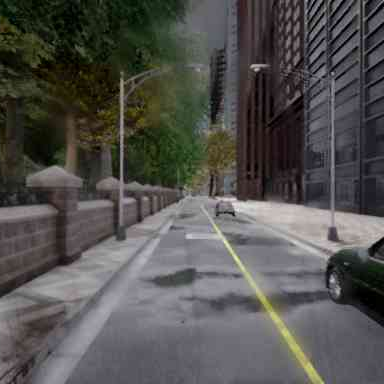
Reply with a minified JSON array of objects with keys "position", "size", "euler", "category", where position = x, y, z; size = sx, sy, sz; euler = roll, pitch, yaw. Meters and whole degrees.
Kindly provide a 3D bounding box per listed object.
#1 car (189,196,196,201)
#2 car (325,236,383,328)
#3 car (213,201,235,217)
[{"position":[0.249,1.793,94.872],"size":[1.812,1.442,4.674],"euler":[0,0,0],"category":"car"},{"position":[3.905,1.377,5.339],"size":[2.097,1.767,4.553],"euler":[0,0,0],"category":"car"},{"position":[3.144,1.625,32.845],"size":[2.033,1.411,5.357],"euler":[0,0,1],"category":"car"}]
